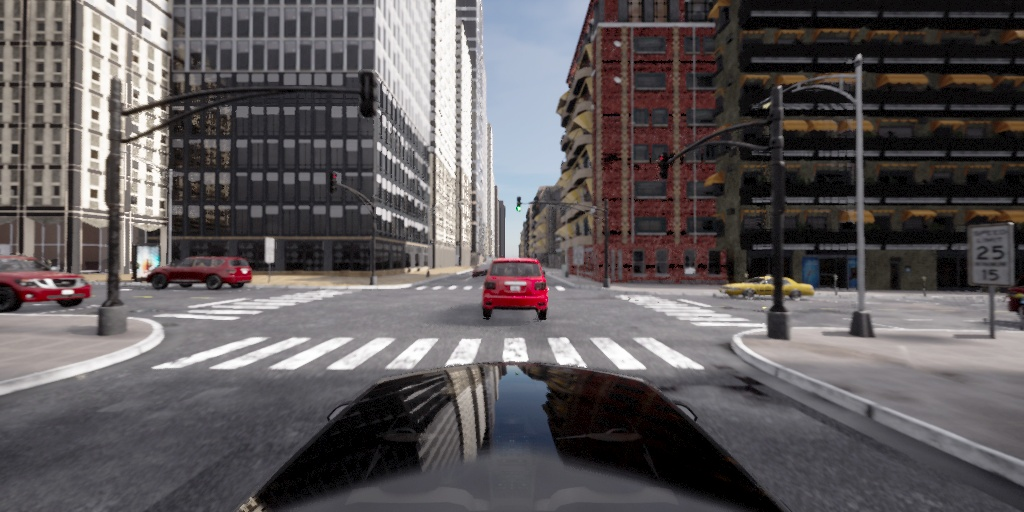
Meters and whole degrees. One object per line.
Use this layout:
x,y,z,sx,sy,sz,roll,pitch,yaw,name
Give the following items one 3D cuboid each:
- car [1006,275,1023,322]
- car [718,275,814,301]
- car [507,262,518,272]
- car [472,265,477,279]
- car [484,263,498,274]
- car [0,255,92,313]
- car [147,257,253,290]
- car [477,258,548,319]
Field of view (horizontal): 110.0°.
20.603,1.566,12.461,5.009,1.841,2.192,0,0,0,car
14.638,1.773,20.760,4.829,1.417,1.751,0,0,0,car
0.024,1.868,62.237,1.837,1.490,4.892,0,-1,0,car
-3.082,1.588,37.874,1.882,1.535,5.008,0,-1,0,car
-3.055,1.775,53.338,1.837,1.490,4.892,0,0,0,car
-17.571,0.859,12.117,5.009,1.841,2.192,0,0,0,car
-17.702,0.959,20.495,5.009,1.841,2.192,0,0,0,car
0.112,1.110,13.607,2.150,2.045,5.566,1,-1,0,car
